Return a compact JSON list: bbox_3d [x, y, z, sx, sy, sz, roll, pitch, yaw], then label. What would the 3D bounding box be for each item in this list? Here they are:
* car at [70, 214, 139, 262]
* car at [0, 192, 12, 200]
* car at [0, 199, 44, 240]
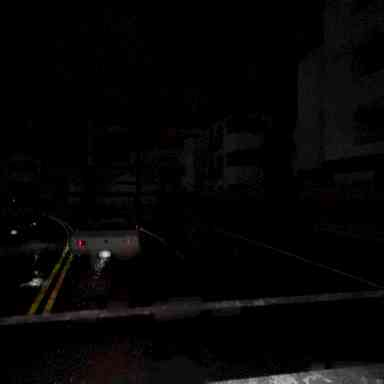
[{"bbox_3d":[-2.841,1.391,11.367,1.895,1.301,4.718,0,1,-11],"label":"car"},{"bbox_3d":[-16.944,0.759,28.763,4.553,1.767,2.097,1,1,43],"label":"car"},{"bbox_3d":[-7.759,1.246,14.983,1.812,1.442,4.674,0,1,-23],"label":"car"}]
